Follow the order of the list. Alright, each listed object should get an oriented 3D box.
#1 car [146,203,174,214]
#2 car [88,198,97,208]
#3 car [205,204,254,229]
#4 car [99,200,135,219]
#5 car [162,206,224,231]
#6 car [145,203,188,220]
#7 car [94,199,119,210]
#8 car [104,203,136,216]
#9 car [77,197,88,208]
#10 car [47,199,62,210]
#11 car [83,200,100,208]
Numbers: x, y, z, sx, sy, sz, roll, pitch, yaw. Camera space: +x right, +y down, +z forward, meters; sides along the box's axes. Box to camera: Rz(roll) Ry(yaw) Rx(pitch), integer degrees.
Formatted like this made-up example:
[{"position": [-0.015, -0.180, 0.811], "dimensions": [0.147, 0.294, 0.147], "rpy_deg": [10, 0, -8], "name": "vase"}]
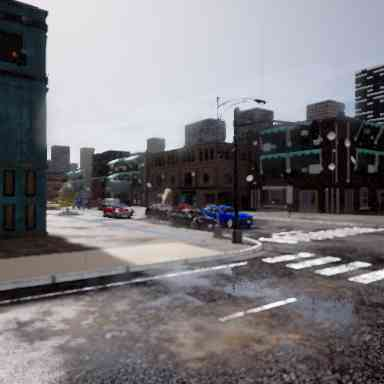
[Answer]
[{"position": [-4.355, 2.160, 44.814], "dimensions": [1.802, 1.307, 4.206], "rpy_deg": [-1, 0, -35], "name": "car"}, {"position": [-17.200, 2.133, 62.852], "dimensions": [2.192, 1.841, 5.009], "rpy_deg": [-1, 0, -35], "name": "car"}, {"position": [2.504, 1.836, 25.207], "dimensions": [1.882, 1.535, 5.008], "rpy_deg": [0, -1, -36], "name": "car"}, {"position": [-7.974, 1.967, 35.444], "dimensions": [1.967, 1.590, 4.097], "rpy_deg": [-1, 0, -35], "name": "car"}, {"position": [-0.023, 1.934, 24.069], "dimensions": [1.947, 1.339, 4.313], "rpy_deg": [-1, 0, -35], "name": "car"}, {"position": [-2.899, 1.957, 32.801], "dimensions": [2.128, 1.511, 4.902], "rpy_deg": [0, -1, -35], "name": "car"}, {"position": [-13.650, 2.281, 53.403], "dimensions": [1.994, 1.385, 4.181], "rpy_deg": [0, -1, -35], "name": "car"}, {"position": [-9.035, 2.133, 41.431], "dimensions": [2.033, 1.411, 5.357], "rpy_deg": [0, -1, -35], "name": "car"}, {"position": [-21.253, 2.080, 64.096], "dimensions": [2.150, 2.045, 5.566], "rpy_deg": [0, 0, -35], "name": "car"}, {"position": [-23.924, 2.353, 57.851], "dimensions": [1.752, 1.417, 4.829], "rpy_deg": [-1, 0, -35], "name": "car"}, {"position": [-20.406, 2.421, 67.360], "dimensions": [1.887, 1.381, 4.507], "rpy_deg": [-1, 0, -35], "name": "car"}]
